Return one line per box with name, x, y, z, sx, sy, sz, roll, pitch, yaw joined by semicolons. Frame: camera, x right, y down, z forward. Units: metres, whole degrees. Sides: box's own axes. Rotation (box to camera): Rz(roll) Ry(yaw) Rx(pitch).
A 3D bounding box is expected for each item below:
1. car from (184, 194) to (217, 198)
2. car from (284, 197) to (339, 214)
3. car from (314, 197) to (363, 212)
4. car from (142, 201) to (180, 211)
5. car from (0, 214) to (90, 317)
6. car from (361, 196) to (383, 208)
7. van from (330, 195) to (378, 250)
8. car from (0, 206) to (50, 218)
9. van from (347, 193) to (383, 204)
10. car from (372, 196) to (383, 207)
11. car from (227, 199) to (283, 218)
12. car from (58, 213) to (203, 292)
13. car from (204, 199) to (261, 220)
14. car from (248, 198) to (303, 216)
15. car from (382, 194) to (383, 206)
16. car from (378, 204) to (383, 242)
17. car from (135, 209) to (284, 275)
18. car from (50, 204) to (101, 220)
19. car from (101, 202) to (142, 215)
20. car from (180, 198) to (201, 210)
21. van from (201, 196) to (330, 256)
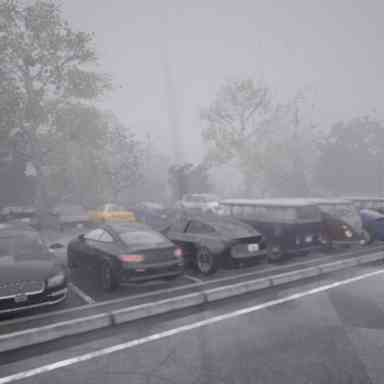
car;1.209;1.209;27.465;2.435;2.045;5.566;0;0;-36
car;12.596;1.380;35.402;1.946;1.575;5.366;0;0;-36
car;17.024;1.381;38.755;2.163;1.488;4.792;0;0;-36
car;-3.322;1.489;24.259;2.097;1.535;5.008;0;0;-36
car;-4.264;1.513;7.530;2.231;1.521;4.892;0;0;-36
car;26.046;1.290;45.225;2.097;1.535;5.008;0;0;-36
van;4.934;1.260;13.946;1.878;1.987;4.442;0;0;-36
car;-10.123;1.541;19.446;2.163;1.488;4.792;0;0;-36
van;9.365;1.229;17.396;1.878;1.987;4.442;0;0;-36
car;28.303;1.315;46.840;2.002;1.452;4.674;0;0;-36
car;5.709;1.429;30.720;2.097;1.535;5.008;0;0;-36
car;-1.978;1.551;9.152;2.002;1.452;4.674;0;0;-36
car;3.450;1.445;29.106;2.097;1.535;5.008;0;0;-36
car;7.967;1.415;32.333;2.231;1.521;4.892;0;0;-36
car;30.541;1.135;48.480;2.185;1.767;4.553;0;0;-36
car;7.155;1.471;15.668;2.097;1.535;5.008;0;0;-36
car;0.289;1.536;10.809;2.163;1.488;4.792;0;0;-36
car;-7.825;1.540;21.015;2.163;1.488;4.792;0;0;-36
car;-5.693;1.497;22.800;1.946;1.575;5.366;0;0;-35
car;-1.061;1.477;25.873;2.231;1.521;4.892;0;0;-36
van;2.519;1.270;12.508;1.878;1.987;4.442;0;0;-36
